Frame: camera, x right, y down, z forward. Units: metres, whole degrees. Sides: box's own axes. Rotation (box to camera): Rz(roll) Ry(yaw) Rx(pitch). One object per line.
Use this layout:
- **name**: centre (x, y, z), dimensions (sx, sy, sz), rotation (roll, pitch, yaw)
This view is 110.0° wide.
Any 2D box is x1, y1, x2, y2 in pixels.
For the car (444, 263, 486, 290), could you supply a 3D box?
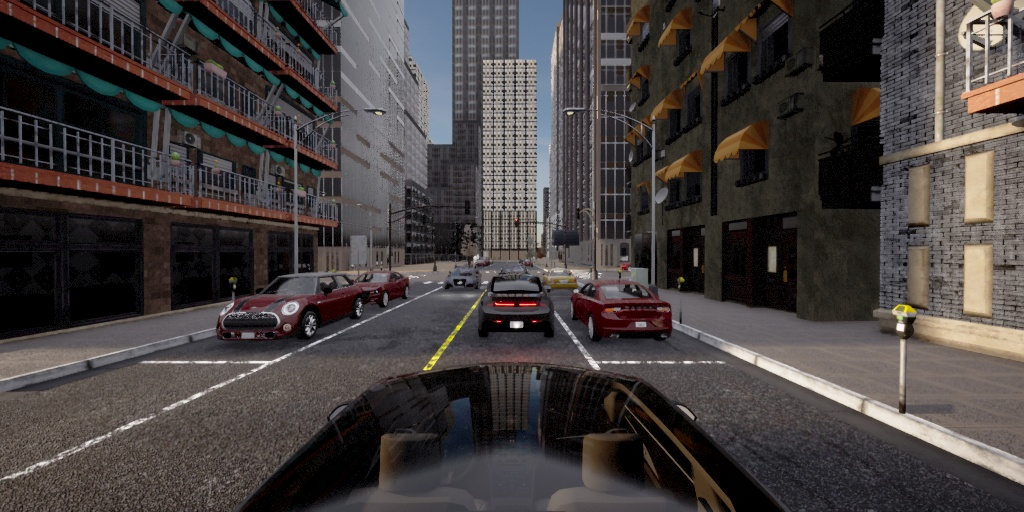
- **car**: centre (-2.984, 1.358, 22.488), dimensions (1.994, 1.385, 4.181), rotation (0, 0, 0)

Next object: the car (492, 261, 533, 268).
- **car**: centre (0.113, 1.239, 20.386), dimensions (2.128, 1.511, 4.902), rotation (0, 0, 0)

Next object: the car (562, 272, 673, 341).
- **car**: centre (2.696, 1.294, 9.702), dimensions (1.888, 1.381, 4.507), rotation (0, 0, 0)

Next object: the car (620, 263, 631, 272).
- **car**: centre (14.291, 1.005, 39.882), dimensions (4.507, 1.381, 1.888), rotation (0, 0, 0)

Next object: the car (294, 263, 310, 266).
- **car**: centre (-23.806, 1.494, 39.590), dimensions (4.097, 1.591, 1.967), rotation (0, 0, 0)

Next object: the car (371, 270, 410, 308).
- **car**: centre (-5.682, 1.293, 15.246), dimensions (1.888, 1.381, 4.507), rotation (0, 0, 0)

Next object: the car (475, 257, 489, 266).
- **car**: centre (-5.644, 1.291, 64.282), dimensions (1.888, 1.381, 4.507), rotation (0, 0, 0)

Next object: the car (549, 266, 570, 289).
- **car**: centre (2.704, 1.273, 20.919), dimensions (1.751, 1.417, 4.829), rotation (0, 0, 0)

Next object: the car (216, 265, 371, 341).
- **car**: centre (-5.686, 1.188, 9.722), dimensions (1.967, 1.591, 4.097), rotation (0, 0, 0)

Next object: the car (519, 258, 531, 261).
- **car**: centre (2.736, 1.186, 64.275), dimensions (1.967, 1.591, 4.097), rotation (0, 0, 0)

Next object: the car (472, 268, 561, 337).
- **car**: centre (0.106, 1.253, 10.253), dimensions (1.837, 1.490, 4.892), rotation (0, 0, 0)
